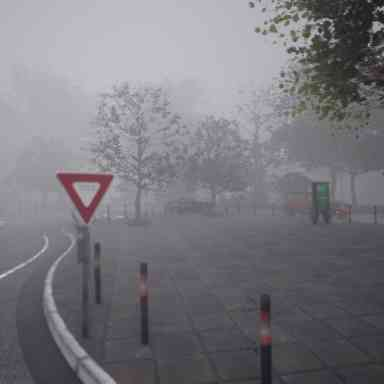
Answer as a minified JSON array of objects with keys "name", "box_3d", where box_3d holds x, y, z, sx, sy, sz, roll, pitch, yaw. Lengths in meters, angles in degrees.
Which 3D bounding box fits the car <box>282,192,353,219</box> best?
[{"name":"car","box_3d":[9.733,1.036,26.425,2.150,2.045,5.566,0,-1,-35]}]

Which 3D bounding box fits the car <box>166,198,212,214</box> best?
[{"name":"car","box_3d":[-0.164,1.369,33.181,4.902,1.511,2.128,-1,0,-6]}]
